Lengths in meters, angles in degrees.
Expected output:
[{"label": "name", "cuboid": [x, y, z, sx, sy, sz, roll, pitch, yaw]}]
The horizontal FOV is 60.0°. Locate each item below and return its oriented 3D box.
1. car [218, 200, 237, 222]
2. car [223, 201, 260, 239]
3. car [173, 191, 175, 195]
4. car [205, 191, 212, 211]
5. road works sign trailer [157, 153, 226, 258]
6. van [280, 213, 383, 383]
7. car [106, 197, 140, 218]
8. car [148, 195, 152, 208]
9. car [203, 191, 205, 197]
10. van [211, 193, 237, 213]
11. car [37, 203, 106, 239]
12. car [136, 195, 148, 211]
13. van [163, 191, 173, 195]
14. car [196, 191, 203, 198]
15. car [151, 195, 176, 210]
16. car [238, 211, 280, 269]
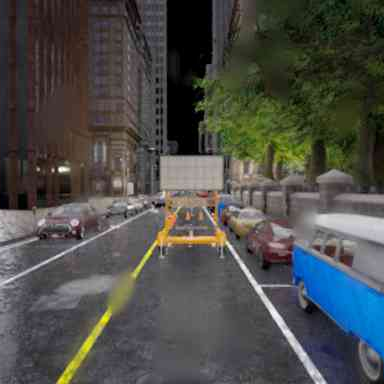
[{"label": "car", "cuboid": [2.741, 1.407, 21.578, 1.802, 1.307, 4.206, 0, 0, 0]}, {"label": "car", "cuboid": [2.746, 1.395, 16.224, 1.752, 1.417, 4.829, 0, 0, 0]}, {"label": "car", "cuboid": [-5.845, 0.720, 81.274, 1.967, 1.590, 4.097, 0, 0, 0]}, {"label": "car", "cuboid": [2.731, 1.044, 32.624, 2.192, 1.841, 5.009, 0, 1, 0]}, {"label": "road works sign trailer", "cuboid": [-0.013, 0.366, 12.314, 2.380, 3.560, 2.880, 0, 0, 0]}, {"label": "van", "cuboid": [2.758, 1.302, 5.003, 1.690, 1.788, 3.998, 0, 0, 0]}, {"label": "car", "cuboid": [-5.790, 1.329, 27.083, 2.008, 1.369, 4.403, 0, 0, 0]}, {"label": "car", "cuboid": [-5.800, 1.118, 38.130, 1.967, 1.590, 4.097, 0, 1, 0]}, {"label": "car", "cuboid": [2.725, 0.992, 38.149, 2.192, 1.841, 5.009, 0, 1, 0]}, {"label": "van", "cuboid": [2.736, 1.119, 27.101, 1.690, 1.788, 3.998, 0, 1, 0]}, {"label": "car", "cuboid": [-5.779, 1.311, 16.033, 1.967, 1.590, 4.097, 0, 0, 0]}, {"label": "car", "cuboid": [-5.795, 1.256, 32.437, 1.752, 1.417, 4.829, 0, 1, 0]}, {"label": "van", "cuboid": [-5.839, 0.668, 75.833, 1.690, 1.788, 3.998, 0, 1, 0]}, {"label": "car", "cuboid": [2.680, 0.595, 81.291, 2.192, 1.841, 5.009, 0, 0, 0]}, {"label": "car", "cuboid": [-3.131, 1.284, 37.512, 1.895, 1.301, 4.718, 0, 1, 0]}, {"label": "car", "cuboid": [2.752, 1.498, 10.531, 1.802, 1.307, 4.206, 0, 0, 0]}]
